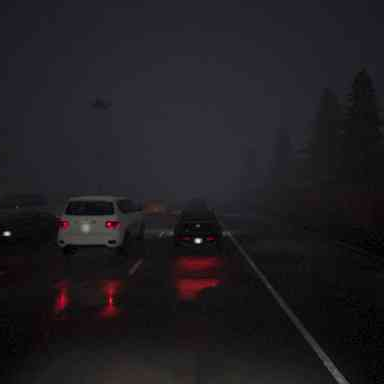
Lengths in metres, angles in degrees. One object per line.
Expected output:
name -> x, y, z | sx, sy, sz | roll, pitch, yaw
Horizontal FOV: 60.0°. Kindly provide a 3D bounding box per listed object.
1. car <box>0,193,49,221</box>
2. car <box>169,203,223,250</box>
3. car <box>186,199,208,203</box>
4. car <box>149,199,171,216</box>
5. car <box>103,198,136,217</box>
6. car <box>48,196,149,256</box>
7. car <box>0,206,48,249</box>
car -> -13.801, 1.097, 26.817 | 2.150, 2.045, 5.566 | 0, 0, 1
car -> 0.243, 1.444, 14.057 | 1.837, 1.490, 4.892 | 0, 0, 1
car -> 0.444, 1.346, 30.616 | 1.882, 1.535, 5.008 | 0, 0, 1
car -> -3.056, 1.343, 30.650 | 1.882, 1.535, 5.008 | 0, 0, 1
car -> -6.556, 1.340, 30.701 | 1.882, 1.535, 5.008 | 0, 0, 1
car -> -3.269, 1.162, 13.033 | 2.150, 2.045, 5.566 | 0, 0, 1
car -> -6.756, 1.497, 14.217 | 1.994, 1.385, 4.181 | 0, 0, 1
